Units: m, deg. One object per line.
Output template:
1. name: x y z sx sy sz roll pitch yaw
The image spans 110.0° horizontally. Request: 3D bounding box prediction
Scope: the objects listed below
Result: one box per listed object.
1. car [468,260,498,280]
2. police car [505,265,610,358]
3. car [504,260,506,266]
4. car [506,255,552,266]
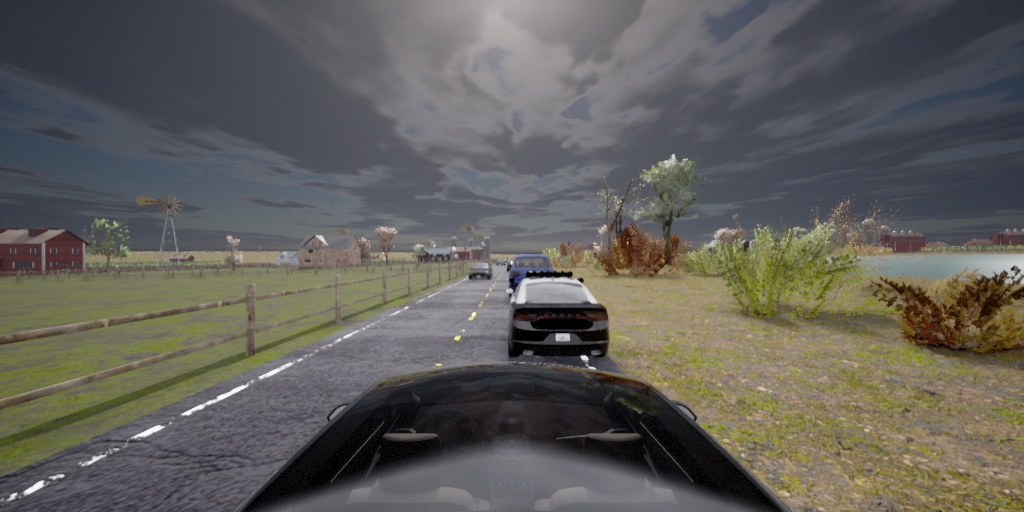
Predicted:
1. car: -2.645 1.282 31.432 2.033 1.411 5.357 0 0 0
2. police car: 0.876 1.170 8.638 1.930 1.638 5.238 0 0 0
3. car: 0.333 1.304 46.315 1.994 1.385 4.181 0 0 2
4. car: 0.943 0.963 18.557 2.150 2.045 5.566 0 0 0
